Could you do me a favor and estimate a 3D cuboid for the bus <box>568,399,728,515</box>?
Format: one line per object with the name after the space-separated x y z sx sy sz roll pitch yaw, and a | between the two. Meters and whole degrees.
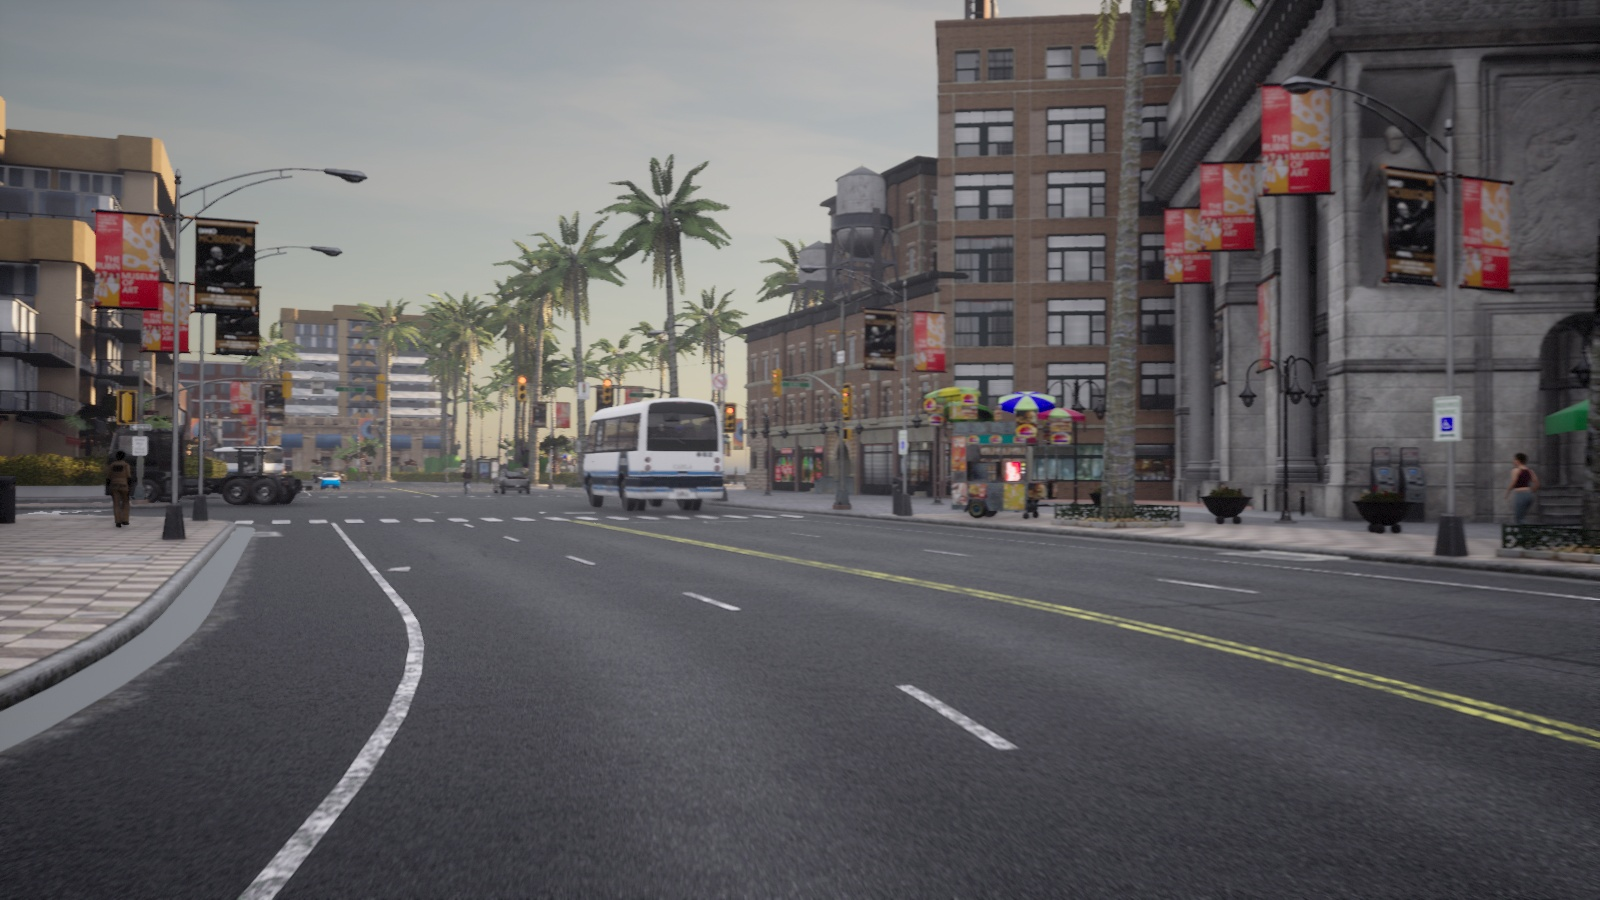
-6.489 0.333 51.478 3.944 4.253 10.273 0 -1 -22 | bus

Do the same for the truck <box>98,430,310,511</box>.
-26.115 0.892 55.363 7.936 3.462 2.891 0 -1 -6 | truck

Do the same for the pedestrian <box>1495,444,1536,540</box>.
13.842 0.808 24.301 0.345 1.836 0.594 0 -1 -21 | pedestrian

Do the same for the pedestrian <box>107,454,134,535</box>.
-16.366 1.061 30.242 0.396 1.930 0.692 0 -1 -14 | pedestrian

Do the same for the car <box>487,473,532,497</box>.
-18.996 2.241 82.021 2.128 1.511 4.902 0 -1 -22 | car
